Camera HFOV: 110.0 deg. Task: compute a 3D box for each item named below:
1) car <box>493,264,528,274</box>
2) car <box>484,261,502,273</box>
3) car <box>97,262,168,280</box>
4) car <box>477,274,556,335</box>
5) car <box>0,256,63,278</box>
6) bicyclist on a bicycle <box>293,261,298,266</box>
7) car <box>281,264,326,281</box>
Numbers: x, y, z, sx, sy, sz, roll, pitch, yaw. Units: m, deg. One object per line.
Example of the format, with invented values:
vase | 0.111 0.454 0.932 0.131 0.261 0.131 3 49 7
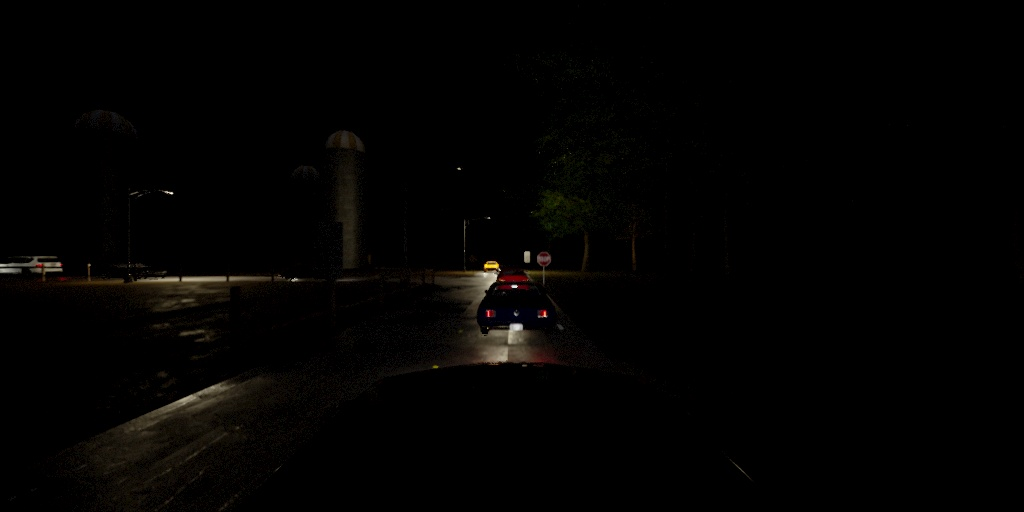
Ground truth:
car | -0.021 1.365 20.614 1.812 1.442 4.674 0 0 -3
car | -2.798 1.522 49.421 1.882 1.535 5.008 0 0 0
car | -33.352 1.307 31.616 5.008 1.535 1.882 0 0 0
car | 0.110 1.381 10.565 1.895 1.301 4.718 0 0 0
car | -46.769 1.042 34.417 5.566 2.045 2.150 0 0 0
bicyclist on a bicycle | -22.705 1.328 37.659 0.582 1.620 1.656 0 0 0
car | -17.824 1.392 31.711 4.674 1.442 1.812 0 0 0
